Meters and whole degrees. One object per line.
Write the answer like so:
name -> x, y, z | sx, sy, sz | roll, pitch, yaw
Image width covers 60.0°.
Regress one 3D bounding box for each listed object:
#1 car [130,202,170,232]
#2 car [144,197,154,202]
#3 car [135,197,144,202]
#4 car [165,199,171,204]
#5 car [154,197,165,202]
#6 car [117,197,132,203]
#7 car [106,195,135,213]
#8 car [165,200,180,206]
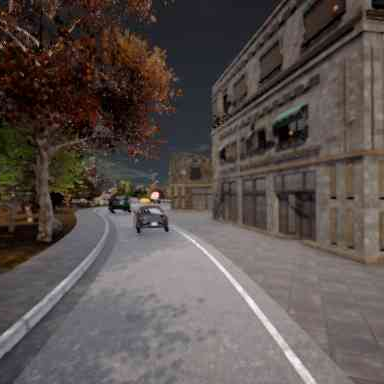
car -> -2.561, 1.564, 20.230 | 1.812, 1.442, 4.674 | 0, 0, -13
car -> -12.683, 2.423, 88.489 | 2.097, 1.535, 5.008 | 4, -2, -31
car -> -15.082, 2.120, 87.112 | 2.185, 1.767, 4.553 | 4, -3, -31
car -> -7.887, 2.753, 91.329 | 2.231, 1.521, 4.892 | 4, -2, -31
car -> -10.289, 2.341, 89.949 | 2.435, 2.045, 5.566 | 4, -2, -31
car -> -17.481, 2.089, 85.688 | 2.163, 1.488, 4.792 | 4, -3, -31
car -> -8.406, 1.337, 38.631 | 2.150, 2.045, 5.566 | 0, 0, -17
car -> -5.489, 2.930, 92.723 | 2.163, 1.488, 4.792 | 3, -2, -31
